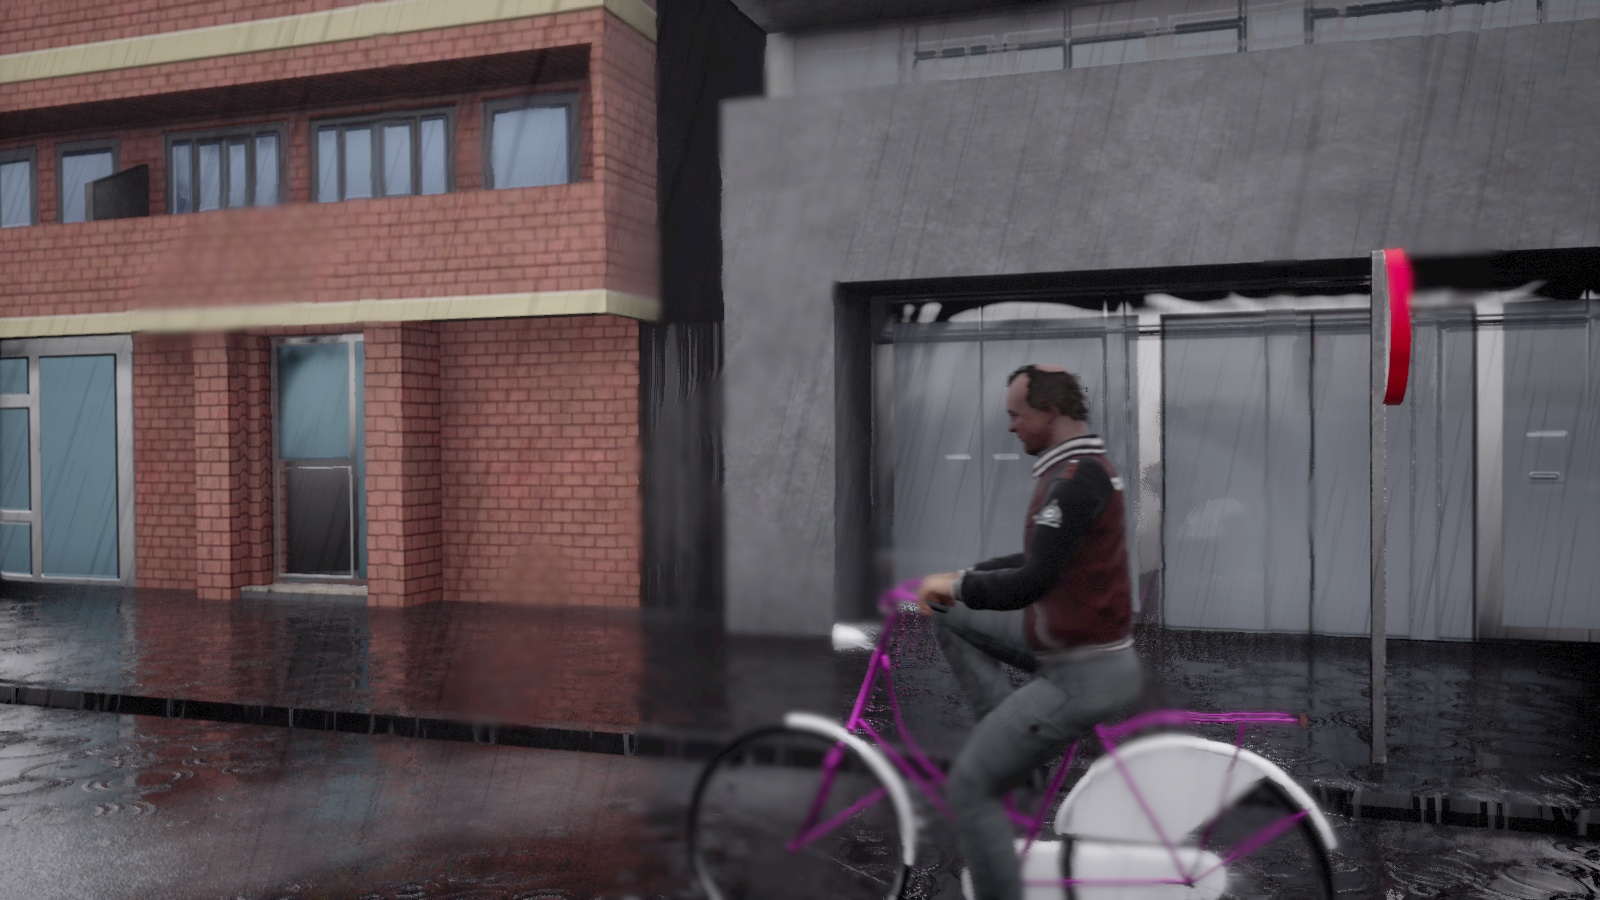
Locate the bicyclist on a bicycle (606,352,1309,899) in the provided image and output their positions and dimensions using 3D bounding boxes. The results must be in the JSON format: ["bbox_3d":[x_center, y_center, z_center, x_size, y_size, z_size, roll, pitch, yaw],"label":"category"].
[{"bbox_3d":[0.428,0.647,3.575,1.843,1.776,0.659,0,1,19],"label":"bicyclist on a bicycle"}]
